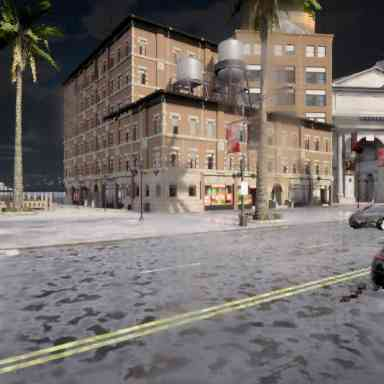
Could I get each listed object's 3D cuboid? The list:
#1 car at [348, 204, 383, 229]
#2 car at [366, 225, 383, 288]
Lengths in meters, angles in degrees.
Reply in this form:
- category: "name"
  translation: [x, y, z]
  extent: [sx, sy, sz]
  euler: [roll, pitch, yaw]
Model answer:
- category: "car"
  translation: [11.630, 1.507, 20.530]
  extent: [4.892, 1.490, 1.837]
  euler: [1, 0, -34]
- category: "car"
  translation: [6.156, 1.563, 8.000]
  extent: [4.181, 1.385, 1.994]
  euler: [0, 0, -35]
